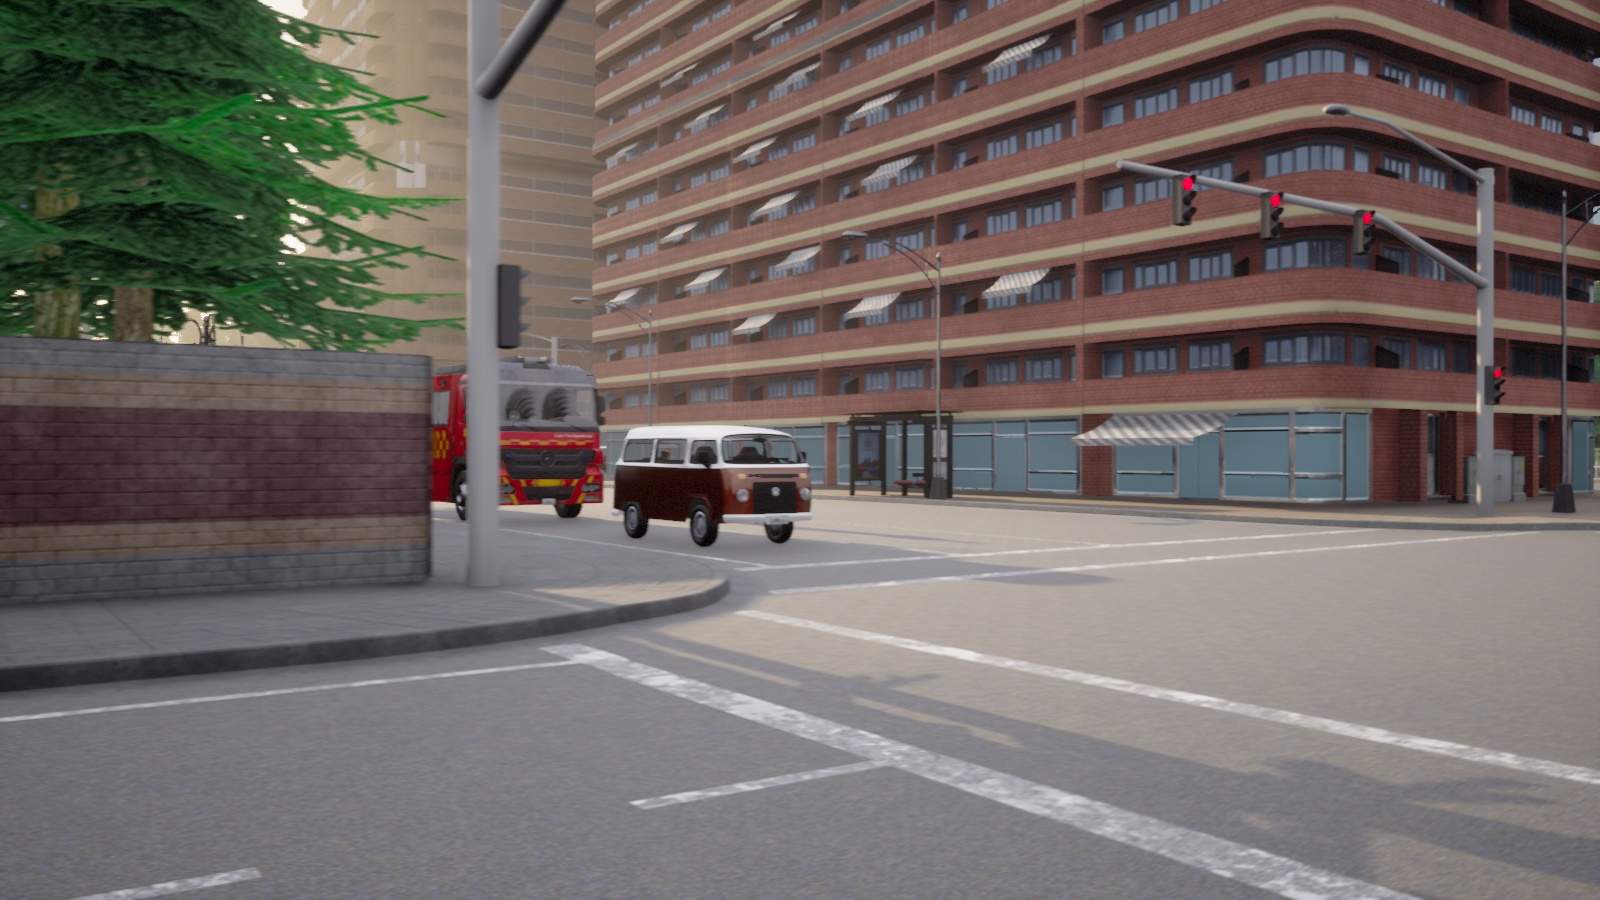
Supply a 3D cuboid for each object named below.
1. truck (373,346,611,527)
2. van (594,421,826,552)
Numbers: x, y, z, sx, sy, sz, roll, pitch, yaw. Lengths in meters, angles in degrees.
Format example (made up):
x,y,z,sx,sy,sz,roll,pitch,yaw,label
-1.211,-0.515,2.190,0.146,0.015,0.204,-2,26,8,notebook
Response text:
x,y,z,sx,sy,sz,roll,pitch,yaw,label
-7.848,-0.272,30.947,2.891,3.827,8.468,0,0,-34,truck
-1.694,0.581,21.966,2.069,2.038,4.480,0,0,-34,van
